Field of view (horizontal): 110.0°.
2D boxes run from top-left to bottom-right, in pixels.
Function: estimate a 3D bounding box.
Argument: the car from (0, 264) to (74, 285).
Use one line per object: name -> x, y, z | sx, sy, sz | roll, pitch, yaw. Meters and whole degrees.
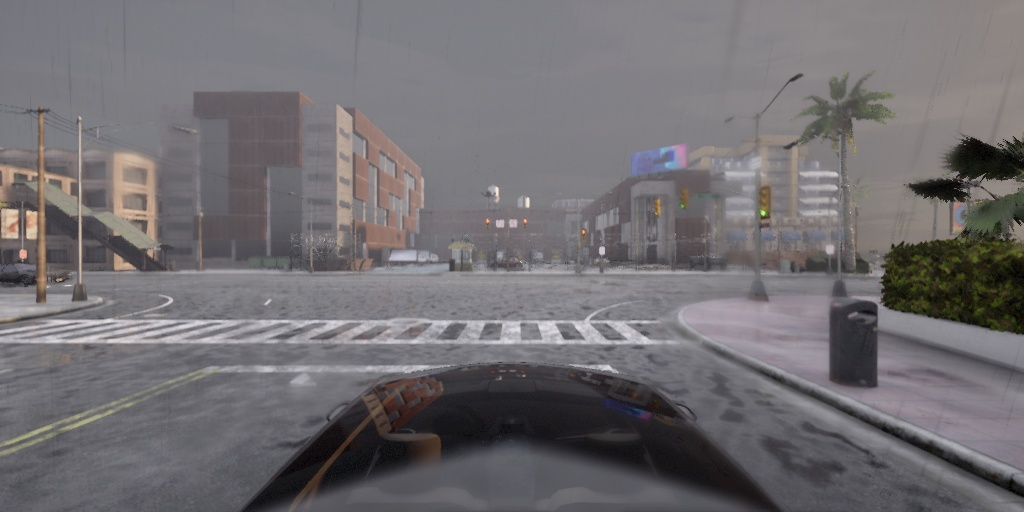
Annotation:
car -> -33.774, 1.252, 24.681 | 5.357, 1.411, 2.033 | 0, 0, 1
